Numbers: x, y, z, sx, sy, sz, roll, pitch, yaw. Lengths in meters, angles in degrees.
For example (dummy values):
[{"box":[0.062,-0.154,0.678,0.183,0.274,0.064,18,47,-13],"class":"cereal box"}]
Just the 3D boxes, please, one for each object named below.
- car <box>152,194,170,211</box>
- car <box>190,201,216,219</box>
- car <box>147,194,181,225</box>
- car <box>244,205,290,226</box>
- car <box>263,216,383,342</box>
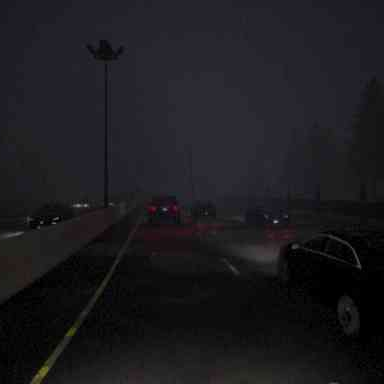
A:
[{"box":[-4.061,1.239,42.568,2.150,2.045,5.566,0,0,-6],"class":"car"},{"box":[0.917,1.493,29.279,2.128,1.511,4.902,0,0,-6],"class":"car"},{"box":[-2.038,1.229,24.109,2.150,2.045,5.566,0,0,-6],"class":"car"},{"box":[5.088,1.589,23.343,1.895,1.301,4.718,0,0,-6],"class":"car"},{"box":[3.181,1.483,6.475,2.128,1.511,4.902,0,0,-3],"class":"car"}]
